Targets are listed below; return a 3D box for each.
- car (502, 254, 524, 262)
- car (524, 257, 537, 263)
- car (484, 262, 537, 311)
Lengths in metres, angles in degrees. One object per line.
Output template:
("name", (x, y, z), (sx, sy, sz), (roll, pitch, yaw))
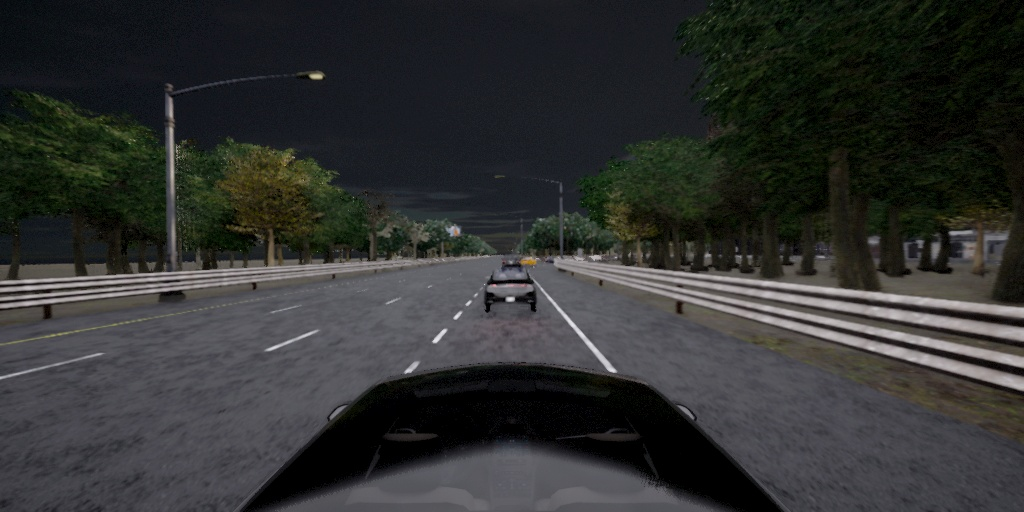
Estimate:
("car", (0.016, 0.798, 41.128), (2.150, 2.045, 5.566), (-1, 0, 2))
("car", (2.839, 0.929, 59.791), (1.882, 1.535, 5.008), (-1, 0, 14))
("car", (-0.061, 1.187, 14.086), (2.128, 1.511, 4.902), (-1, 0, 0))
